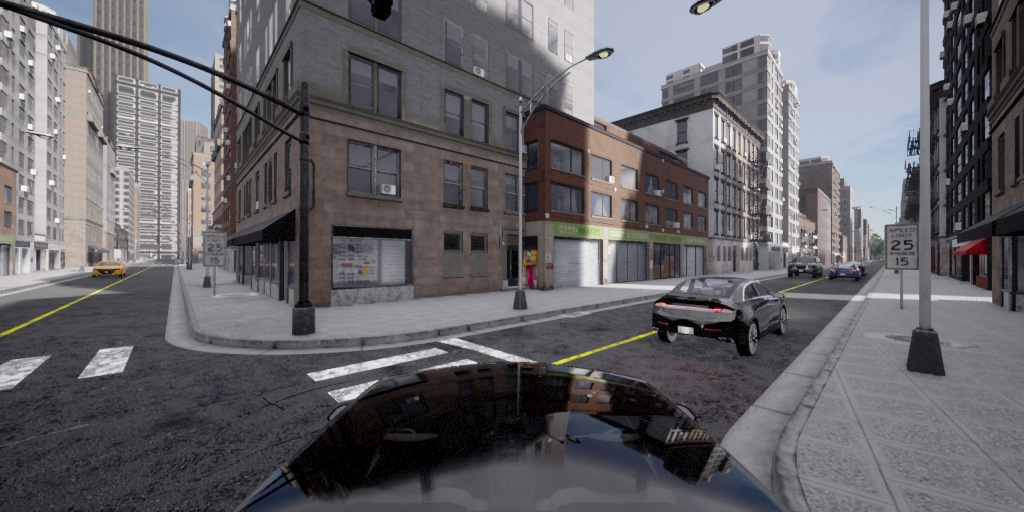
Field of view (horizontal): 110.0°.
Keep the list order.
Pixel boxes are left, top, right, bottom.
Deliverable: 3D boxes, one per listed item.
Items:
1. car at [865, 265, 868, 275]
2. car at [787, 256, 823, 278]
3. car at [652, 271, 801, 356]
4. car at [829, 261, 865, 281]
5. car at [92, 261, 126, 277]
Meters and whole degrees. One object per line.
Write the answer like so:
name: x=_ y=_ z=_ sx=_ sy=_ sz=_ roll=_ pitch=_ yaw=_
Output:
car: x=36.083 y=1.302 z=37.869 sx=5.008 sy=1.535 sz=1.882 roll=0 pitch=0 yaw=-43
car: x=28.767 y=1.031 z=35.110 sx=5.566 sy=2.045 sz=2.150 roll=0 pitch=0 yaw=-43
car: x=5.178 y=1.248 z=8.715 sx=4.902 sy=1.511 sz=2.128 roll=0 pitch=0 yaw=-43
car: x=28.623 y=1.328 z=30.762 sx=4.674 sy=1.442 sz=1.812 roll=0 pitch=0 yaw=-43
car: x=-39.334 y=1.211 z=35.083 sx=1.882 sy=1.535 sz=5.008 roll=0 pitch=0 yaw=-43
